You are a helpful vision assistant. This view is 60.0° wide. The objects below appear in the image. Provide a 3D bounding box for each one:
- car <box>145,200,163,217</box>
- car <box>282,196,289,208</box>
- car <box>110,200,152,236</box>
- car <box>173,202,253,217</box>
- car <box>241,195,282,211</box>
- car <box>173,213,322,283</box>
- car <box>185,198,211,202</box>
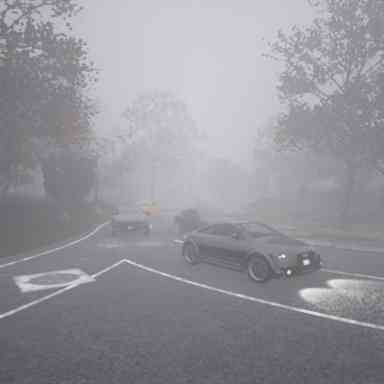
[{"bbox_3d":[-3.945,1.461,27.992,1.882,1.535,5.008,0,0,14],"label":"car"},{"bbox_3d":[10.571,1.232,44.485,4.553,1.767,2.097,-1,0,-14],"label":"car"},{"bbox_3d":[-3.510,1.468,18.642,1.882,1.535,5.008,0,0,-11],"label":"car"},{"bbox_3d":[0.650,1.465,16.163,1.882,1.535,5.008,-1,0,-24],"label":"car"},{"bbox_3d":[7.958,1.429,40.072,4.892,1.490,1.837,-1,-1,-27],"label":"car"},{"bbox_3d":[1.552,1.556,9.746,1.994,1.385,4.181,0,0,-40],"label":"car"},{"bbox_3d":[0.263,1.462,37.430,2.128,1.511,4.902,0,0,41],"label":"car"}]
